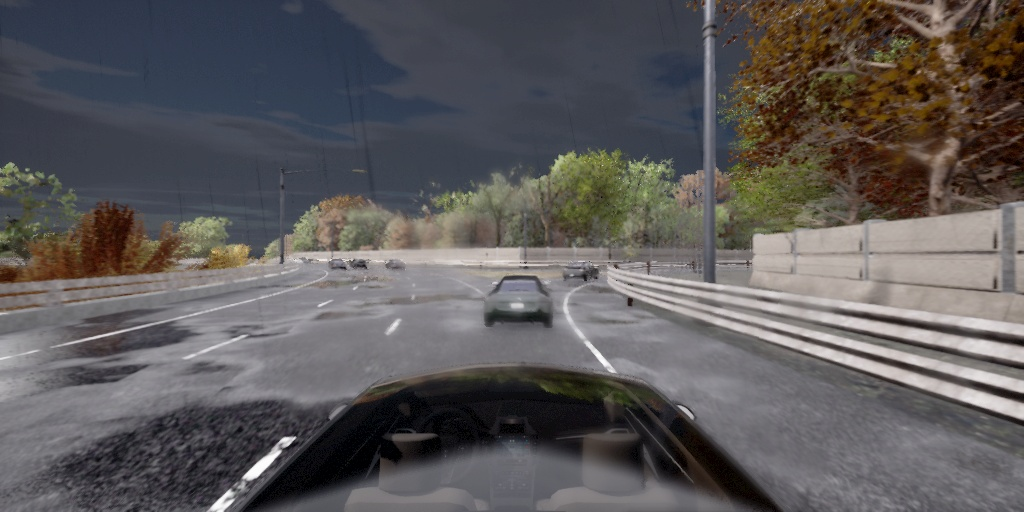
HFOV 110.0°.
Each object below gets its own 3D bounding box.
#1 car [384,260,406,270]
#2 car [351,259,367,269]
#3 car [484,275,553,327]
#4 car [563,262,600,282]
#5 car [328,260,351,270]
[{"bbox_3d":[-16.604,1.242,50.810,2.033,1.411,5.357,0,0,-32],"label":"car"},{"bbox_3d":[-23.855,1.194,55.396,1.837,1.490,4.892,0,0,-35],"label":"car"},{"bbox_3d":[0.292,1.303,11.561,1.994,1.385,4.181,0,0,4],"label":"car"},{"bbox_3d":[5.577,1.210,28.505,2.128,1.511,4.902,0,0,28],"label":"car"},{"bbox_3d":[-24.515,1.244,50.240,2.033,1.411,5.357,0,0,-33],"label":"car"}]
